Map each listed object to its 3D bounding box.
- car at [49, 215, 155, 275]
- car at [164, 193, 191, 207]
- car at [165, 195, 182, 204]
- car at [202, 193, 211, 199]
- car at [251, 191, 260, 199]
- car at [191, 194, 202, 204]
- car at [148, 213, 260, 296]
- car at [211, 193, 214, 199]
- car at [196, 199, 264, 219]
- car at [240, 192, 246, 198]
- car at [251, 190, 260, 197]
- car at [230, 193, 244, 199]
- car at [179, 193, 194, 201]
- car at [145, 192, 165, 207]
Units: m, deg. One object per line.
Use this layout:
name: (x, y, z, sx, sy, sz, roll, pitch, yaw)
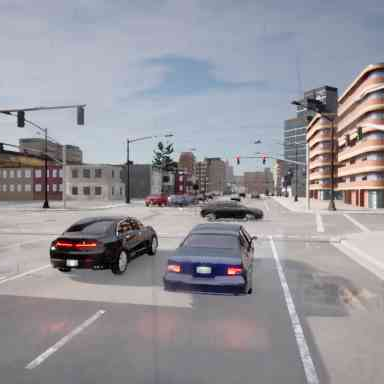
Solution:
car: (-2.509, 1.505, 10.604, 1.837, 1.490, 4.892, 0, 0, 11)
car: (-1.944, 1.223, 47.389, 2.097, 1.767, 4.553, 0, 1, 11)
car: (-3.249, 1.238, 58.822, 1.812, 1.442, 4.674, 0, 1, 12)
car: (1.770, 1.119, 65.949, 2.033, 1.411, 5.357, 0, 1, 12)
car: (14.347, 0.881, 75.342, 2.128, 1.511, 4.902, 0, 1, 11)
car: (-0.184, 1.235, 56.299, 2.128, 1.511, 4.902, 0, 1, 11)
car: (0.708, 1.547, 8.860, 2.033, 1.411, 5.357, 0, 0, 11)
car: (3.813, 0.862, 76.189, 1.882, 1.535, 5.008, 0, 1, 11)
car: (3.014, 1.483, 25.585, 4.892, 1.490, 1.837, 0, 0, 10)
car: (12.947, 0.753, 86.377, 1.994, 1.385, 4.181, 0, 1, 11)
car: (16.351, 0.464, 85.546, 2.097, 1.767, 4.553, 0, 1, 11)
car: (7.842, 1.258, 59.856, 1.895, 1.301, 4.718, 0, 1, 11)
car: (-1.127, 1.073, 69.196, 2.033, 1.411, 5.357, 0, 1, 11)
car: (-5.152, 1.080, 49.265, 2.150, 2.045, 5.566, 0, 1, 11)
